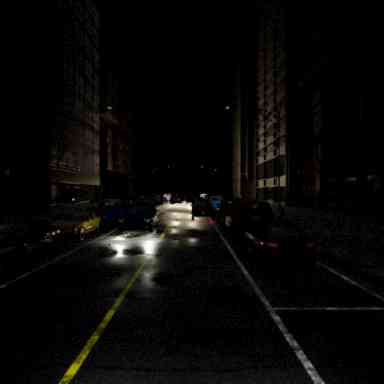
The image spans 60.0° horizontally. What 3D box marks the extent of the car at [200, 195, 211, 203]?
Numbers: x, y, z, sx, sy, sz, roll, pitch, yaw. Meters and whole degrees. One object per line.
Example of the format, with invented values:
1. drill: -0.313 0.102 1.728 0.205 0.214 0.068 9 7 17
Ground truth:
1. car: 2.745 1.440 67.172 1.967 1.590 4.097 0 0 0

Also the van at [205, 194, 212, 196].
1. van: 2.753 1.337 39.127 1.690 1.788 3.998 0 0 0

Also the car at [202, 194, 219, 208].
1. car: 2.750 1.312 50.345 2.192 1.841 5.009 0 0 0

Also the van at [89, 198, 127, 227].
1. van: -5.768 1.337 22.285 1.690 1.788 3.998 0 0 0

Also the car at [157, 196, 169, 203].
1. car: -5.780 1.551 67.161 2.008 1.369 4.403 0 0 0

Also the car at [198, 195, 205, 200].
1. car: 2.737 1.532 95.388 1.752 1.417 4.829 0 0 0

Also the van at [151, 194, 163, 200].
1. van: -5.775 1.338 50.333 1.690 1.788 3.998 0 0 0

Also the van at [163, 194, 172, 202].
1. van: -5.783 1.344 78.380 1.690 1.788 3.998 0 0 0

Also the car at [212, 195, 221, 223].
1. car: 2.758 1.311 22.300 2.192 1.841 5.009 0 0 0

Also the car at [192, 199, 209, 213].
1. car: 0.890 1.522 38.470 1.812 1.442 4.674 0 0 0

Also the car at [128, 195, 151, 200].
1. car: -5.771 1.311 33.504 2.192 1.841 5.009 0 0 0

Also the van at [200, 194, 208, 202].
1. van: 2.742 1.344 78.391 1.690 1.788 3.998 0 0 0

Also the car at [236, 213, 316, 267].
1. car: 2.760 1.579 11.081 1.802 1.307 4.206 0 0 0

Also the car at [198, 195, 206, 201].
1. car: 2.739 1.571 89.609 1.947 1.339 4.313 0 0 0

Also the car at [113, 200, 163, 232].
1. car: -3.105 1.474 20.186 1.882 1.535 5.008 0 0 0

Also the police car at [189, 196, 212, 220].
1. police car: 0.892 1.422 28.580 1.930 1.638 5.238 0 0 0

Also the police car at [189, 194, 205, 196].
1. police car: 0.888 1.422 44.580 1.930 1.638 5.238 0 0 0

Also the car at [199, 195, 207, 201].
1. car: 2.741 1.549 84.000 1.887 1.381 4.507 0 0 0

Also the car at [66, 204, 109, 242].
1. car: -5.766 1.522 16.506 1.752 1.417 4.829 0 0 0

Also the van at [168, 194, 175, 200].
1. van: -5.787 1.348 95.209 1.690 1.788 3.998 0 0 0

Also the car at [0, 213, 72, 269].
1. car: -5.765 1.579 11.066 1.802 1.307 4.206 0 0 0

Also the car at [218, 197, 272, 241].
1. car: 2.759 1.312 16.690 2.192 1.841 5.009 0 0 0

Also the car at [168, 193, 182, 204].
1. car: -3.049 1.350 61.713 2.097 1.767 4.553 0 0 1

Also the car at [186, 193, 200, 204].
1. car: -0.016 1.217 62.378 2.150 2.045 5.566 0 0 0

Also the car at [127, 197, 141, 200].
1. car: -5.769 1.436 27.894 1.967 1.590 4.097 0 0 0

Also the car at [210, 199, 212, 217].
1. car: 2.756 1.522 28.079 1.752 1.417 4.829 0 0 0

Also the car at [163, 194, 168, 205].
1. car: -5.777 1.313 55.942 2.192 1.841 5.009 0 0 0

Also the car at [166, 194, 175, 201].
1. car: -5.786 1.445 89.599 1.967 1.590 4.097 0 0 0
